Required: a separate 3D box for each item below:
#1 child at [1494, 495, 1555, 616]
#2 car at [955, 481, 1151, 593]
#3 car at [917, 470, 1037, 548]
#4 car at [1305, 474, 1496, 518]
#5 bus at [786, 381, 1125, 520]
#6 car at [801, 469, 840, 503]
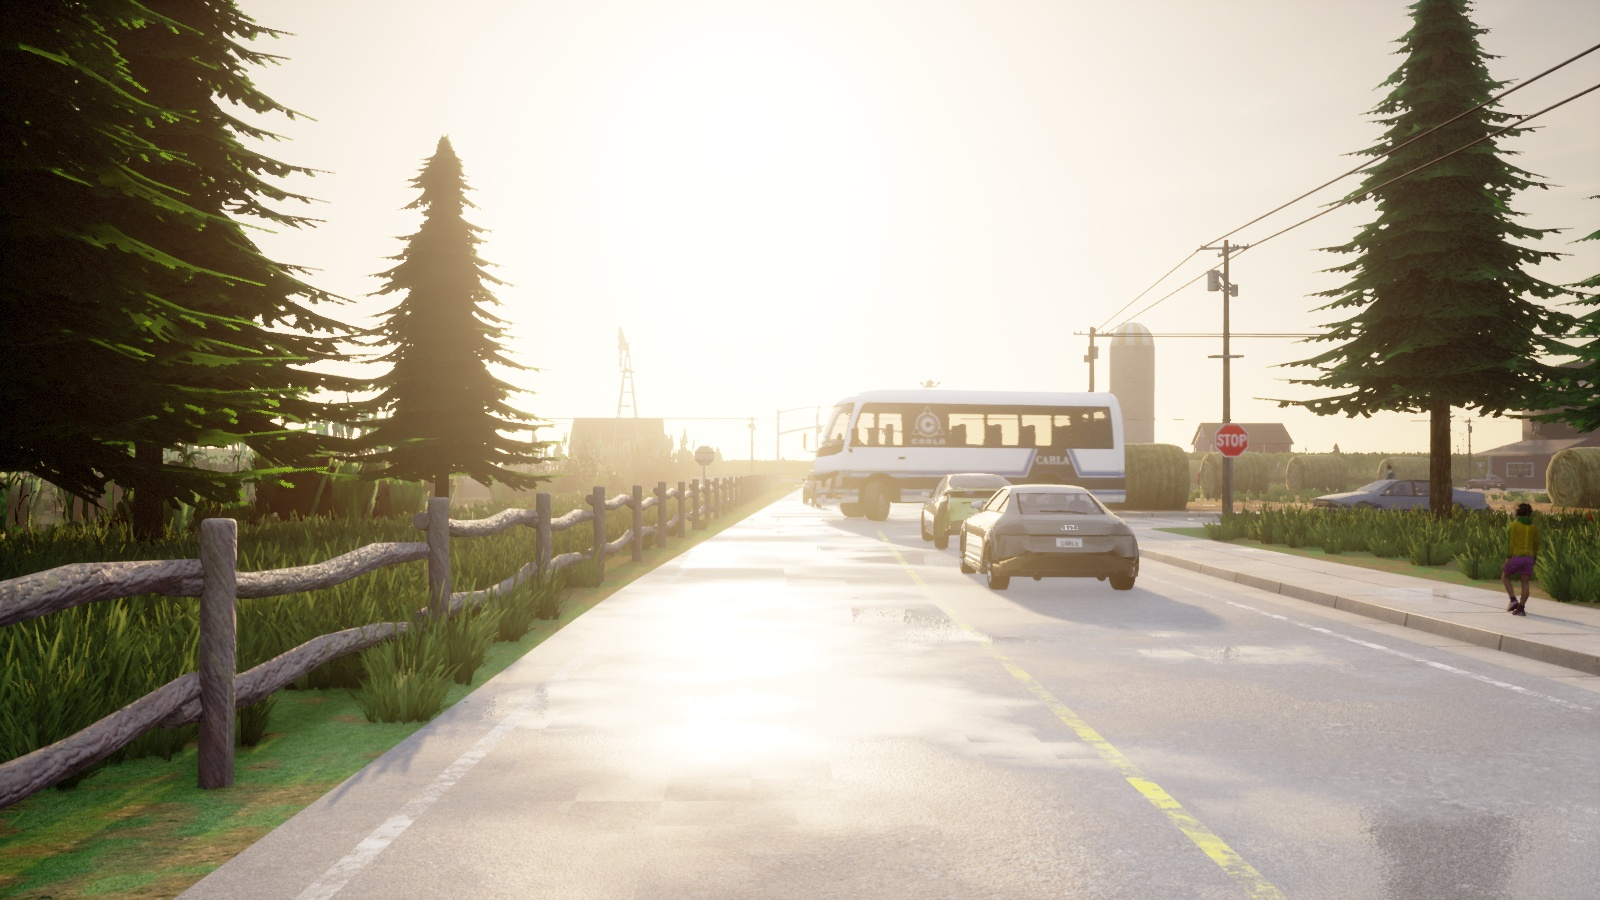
[{"bbox_3d":[7.120,1.025,12.356,0.299,1.160,0.473,0,-1,-2],"label":"child"},{"bbox_3d":[3.463,1.159,18.025,1.994,1.385,4.181,0,-1,1],"label":"car"},{"bbox_3d":[3.652,1.185,26.666,2.007,1.525,4.514,0,-1,1],"label":"car"},{"bbox_3d":[19.818,1.507,41.605,5.357,1.411,2.033,0,-1,-1],"label":"car"},{"bbox_3d":[5.016,0.122,41.341,10.273,4.253,3.944,0,-3,-14],"label":"bus"},{"bbox_3d":[1.028,1.729,61.435,1.851,1.617,3.988,0,-1,1],"label":"car"}]
